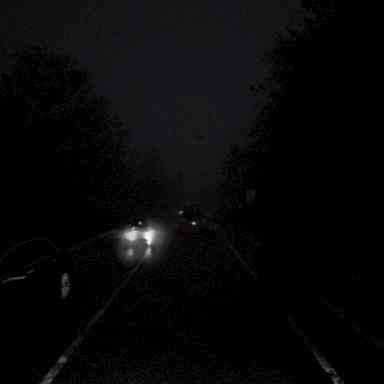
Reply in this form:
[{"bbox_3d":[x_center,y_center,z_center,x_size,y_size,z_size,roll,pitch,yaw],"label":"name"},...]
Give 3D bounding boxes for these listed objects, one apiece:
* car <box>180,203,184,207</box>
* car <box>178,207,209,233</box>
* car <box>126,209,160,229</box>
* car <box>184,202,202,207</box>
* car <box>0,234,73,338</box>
[{"bbox_3d":[-0.887,2.575,59.685,1.812,1.442,4.674,1,-1,11],"label":"car"},{"bbox_3d":[0.115,1.916,22.168,1.994,1.385,4.181,0,-1,0],"label":"car"},{"bbox_3d":[-3.524,1.963,24.622,1.994,1.385,4.181,0,-1,1],"label":"car"},{"bbox_3d":[0.450,2.225,41.183,2.033,1.411,5.357,0,-3,3],"label":"car"},{"bbox_3d":[-3.590,1.551,5.673,1.837,1.490,4.892,0,-2,0],"label":"car"}]
